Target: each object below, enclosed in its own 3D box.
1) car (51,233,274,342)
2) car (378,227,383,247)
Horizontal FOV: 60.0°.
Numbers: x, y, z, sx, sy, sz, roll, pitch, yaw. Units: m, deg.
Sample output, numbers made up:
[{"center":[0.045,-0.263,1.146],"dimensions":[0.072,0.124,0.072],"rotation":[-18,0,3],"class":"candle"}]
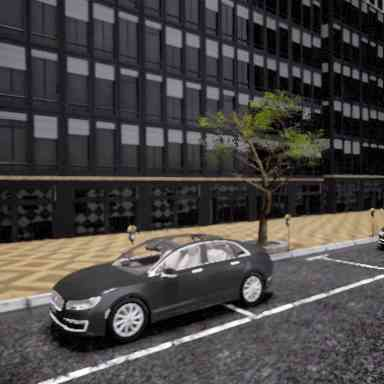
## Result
[{"center":[-0.321,1.525,6.335],"dimensions":[4.403,1.369,2.008],"rotation":[-1,0,-35],"class":"car"},{"center":[8.939,1.437,12.926],"dimensions":[4.403,1.369,2.008],"rotation":[-1,0,-35],"class":"car"}]
